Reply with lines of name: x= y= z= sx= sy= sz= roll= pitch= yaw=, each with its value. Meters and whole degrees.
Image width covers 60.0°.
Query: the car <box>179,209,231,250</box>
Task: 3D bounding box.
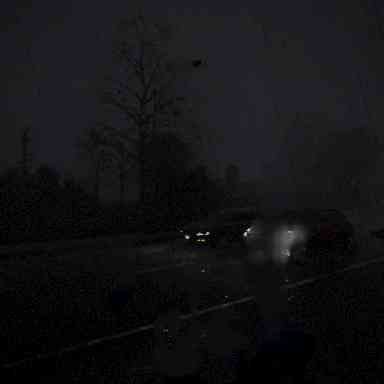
car: x=1.675 y=1.495 z=14.381 sx=4.892 sy=1.490 sz=1.837 roll=0 pitch=0 yaw=-40

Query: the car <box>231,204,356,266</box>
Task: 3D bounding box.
car: x=3.791 y=1.339 z=11.616 sx=4.553 sy=1.767 sz=2.097 roll=0 pitch=0 yaw=-40
